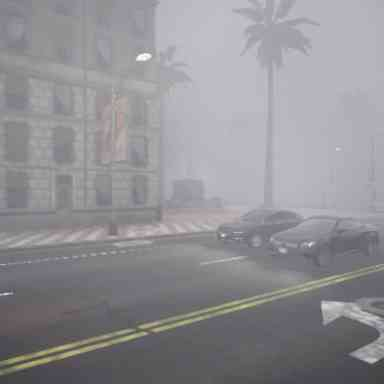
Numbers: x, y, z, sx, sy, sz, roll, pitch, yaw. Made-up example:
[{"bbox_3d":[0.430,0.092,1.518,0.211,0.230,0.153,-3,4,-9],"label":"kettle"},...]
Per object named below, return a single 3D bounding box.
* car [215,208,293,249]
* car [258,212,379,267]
[{"bbox_3d":[3.240,1.518,14.780,4.892,1.490,1.837,0,0,-35],"label":"car"},{"bbox_3d":[4.693,1.531,11.528,4.674,1.442,1.812,0,0,-35],"label":"car"}]
